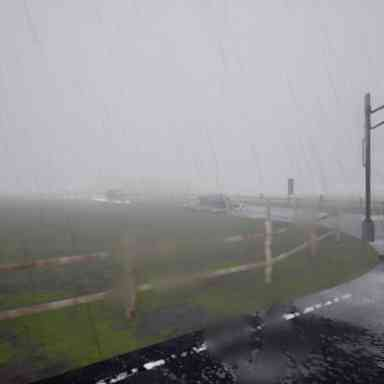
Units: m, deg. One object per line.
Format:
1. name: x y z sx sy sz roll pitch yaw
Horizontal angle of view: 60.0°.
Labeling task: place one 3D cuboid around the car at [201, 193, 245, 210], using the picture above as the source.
1. car: 2.781 0.888 30.674 2.128 1.511 4.902 0 1 -36

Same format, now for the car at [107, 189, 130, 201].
1. car: -11.127 0.325 50.058 2.097 1.767 4.553 0 1 -35
